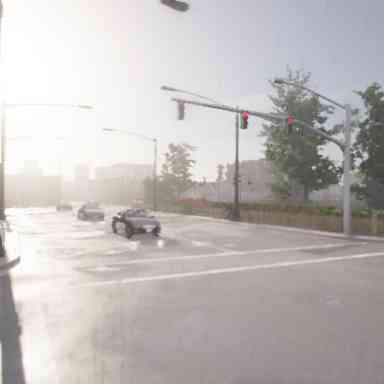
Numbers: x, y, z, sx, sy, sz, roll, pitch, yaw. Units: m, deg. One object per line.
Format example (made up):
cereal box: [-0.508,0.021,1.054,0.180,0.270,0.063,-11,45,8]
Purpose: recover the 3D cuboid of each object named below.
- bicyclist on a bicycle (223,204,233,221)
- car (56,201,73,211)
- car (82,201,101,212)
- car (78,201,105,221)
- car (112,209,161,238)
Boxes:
bicyclist on a bicycle: [3.381,1.812,30.342,1.656,1.620,0.582,-8,-17,-31]
car: [-19.336,2.110,50.327,1.994,1.385,4.181,1,-1,-28]
car: [-15.069,2.090,49.882,1.837,1.490,4.892,1,-1,-27]
car: [-9.720,1.919,31.876,1.812,1.442,4.674,1,0,-28]
car: [-3.392,1.786,19.820,2.128,1.511,4.902,1,-1,-28]
